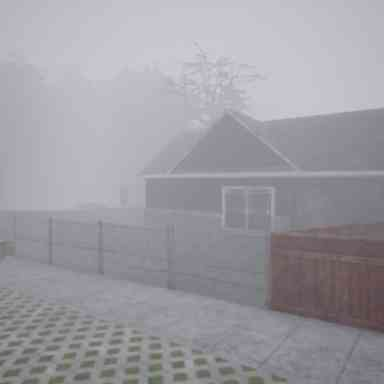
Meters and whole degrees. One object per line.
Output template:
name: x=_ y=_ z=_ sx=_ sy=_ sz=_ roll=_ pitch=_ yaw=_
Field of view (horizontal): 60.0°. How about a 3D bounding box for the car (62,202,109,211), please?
car: x=-10.076 y=1.712 z=31.661 sx=1.837 sy=1.490 sz=4.892 roll=1 pitch=1 yaw=36
